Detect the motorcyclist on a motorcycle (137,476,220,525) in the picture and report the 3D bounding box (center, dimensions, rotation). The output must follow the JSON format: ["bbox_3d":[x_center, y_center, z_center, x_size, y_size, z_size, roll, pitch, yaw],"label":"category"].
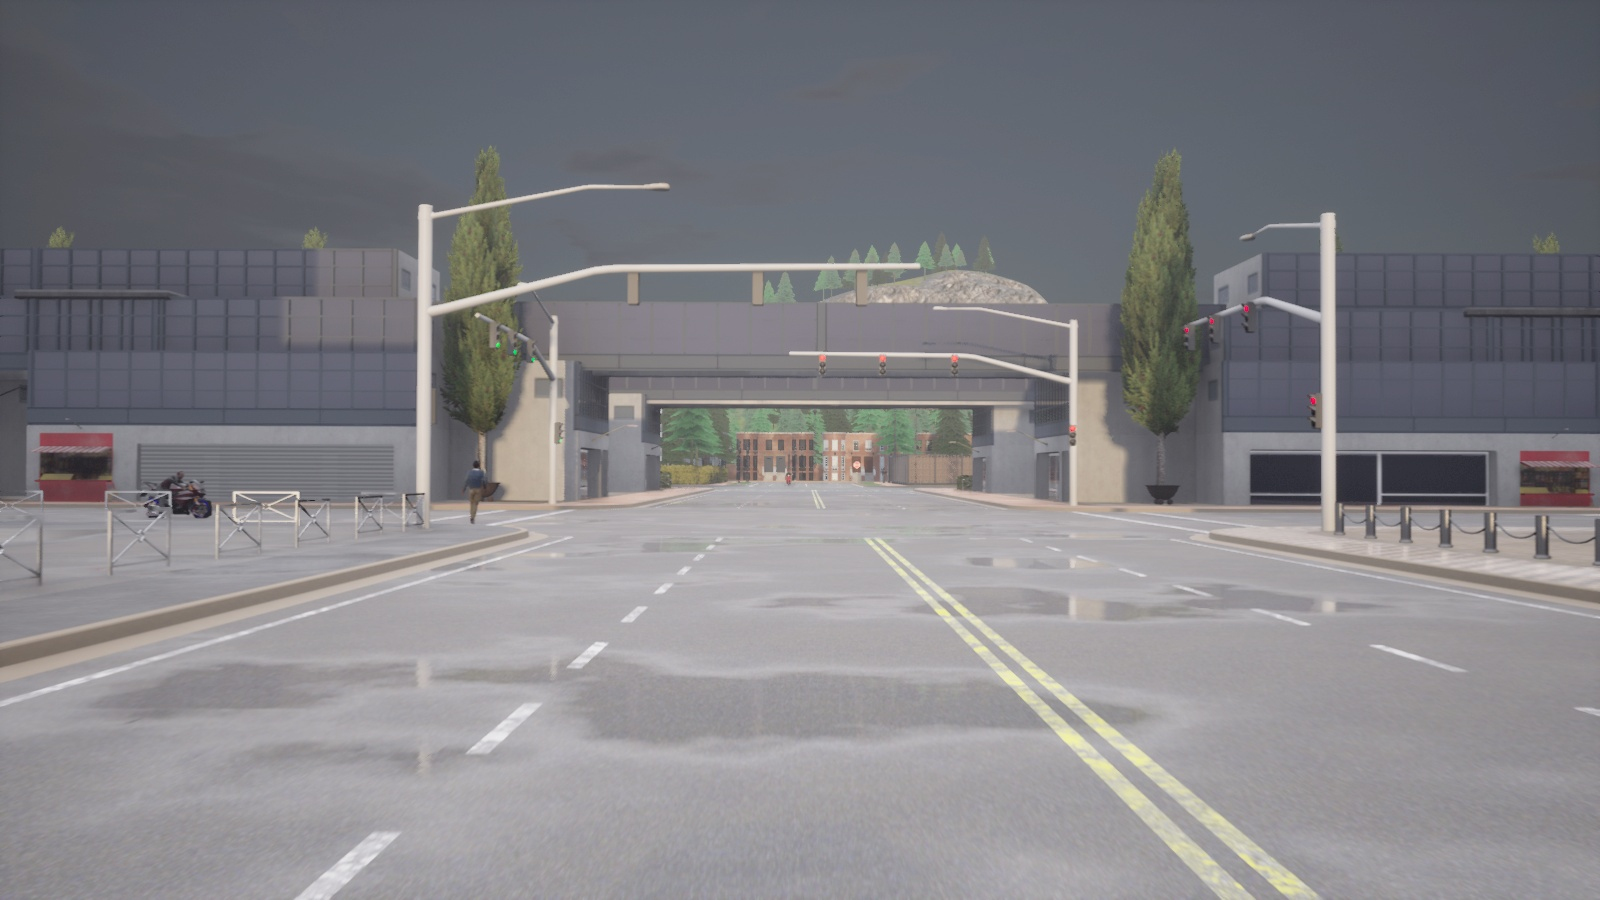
[{"bbox_3d":[-19.586,1.591,39.595,2.191,1.530,0.866,0,-1,1],"label":"motorcyclist on a motorcycle"}]

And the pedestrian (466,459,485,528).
[{"bbox_3d":[-9.250,1.240,35.771,0.423,1.949,0.788,0,-1,-6],"label":"pedestrian"}]
